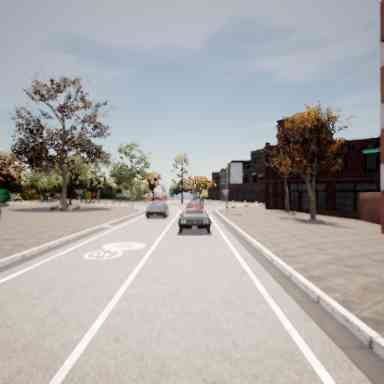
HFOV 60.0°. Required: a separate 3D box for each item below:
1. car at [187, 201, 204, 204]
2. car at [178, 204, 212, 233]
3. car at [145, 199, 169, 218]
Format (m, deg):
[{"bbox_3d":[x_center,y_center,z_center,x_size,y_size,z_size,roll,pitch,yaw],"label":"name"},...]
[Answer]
[{"bbox_3d":[0.347,1.659,37.097,1.994,1.385,4.181,0,0,1],"label":"car"},{"bbox_3d":[0.152,1.657,20.306,1.895,1.301,4.718,0,0,0],"label":"car"},{"bbox_3d":[-3.144,1.629,31.093,2.033,1.411,5.357,0,0,1],"label":"car"}]
